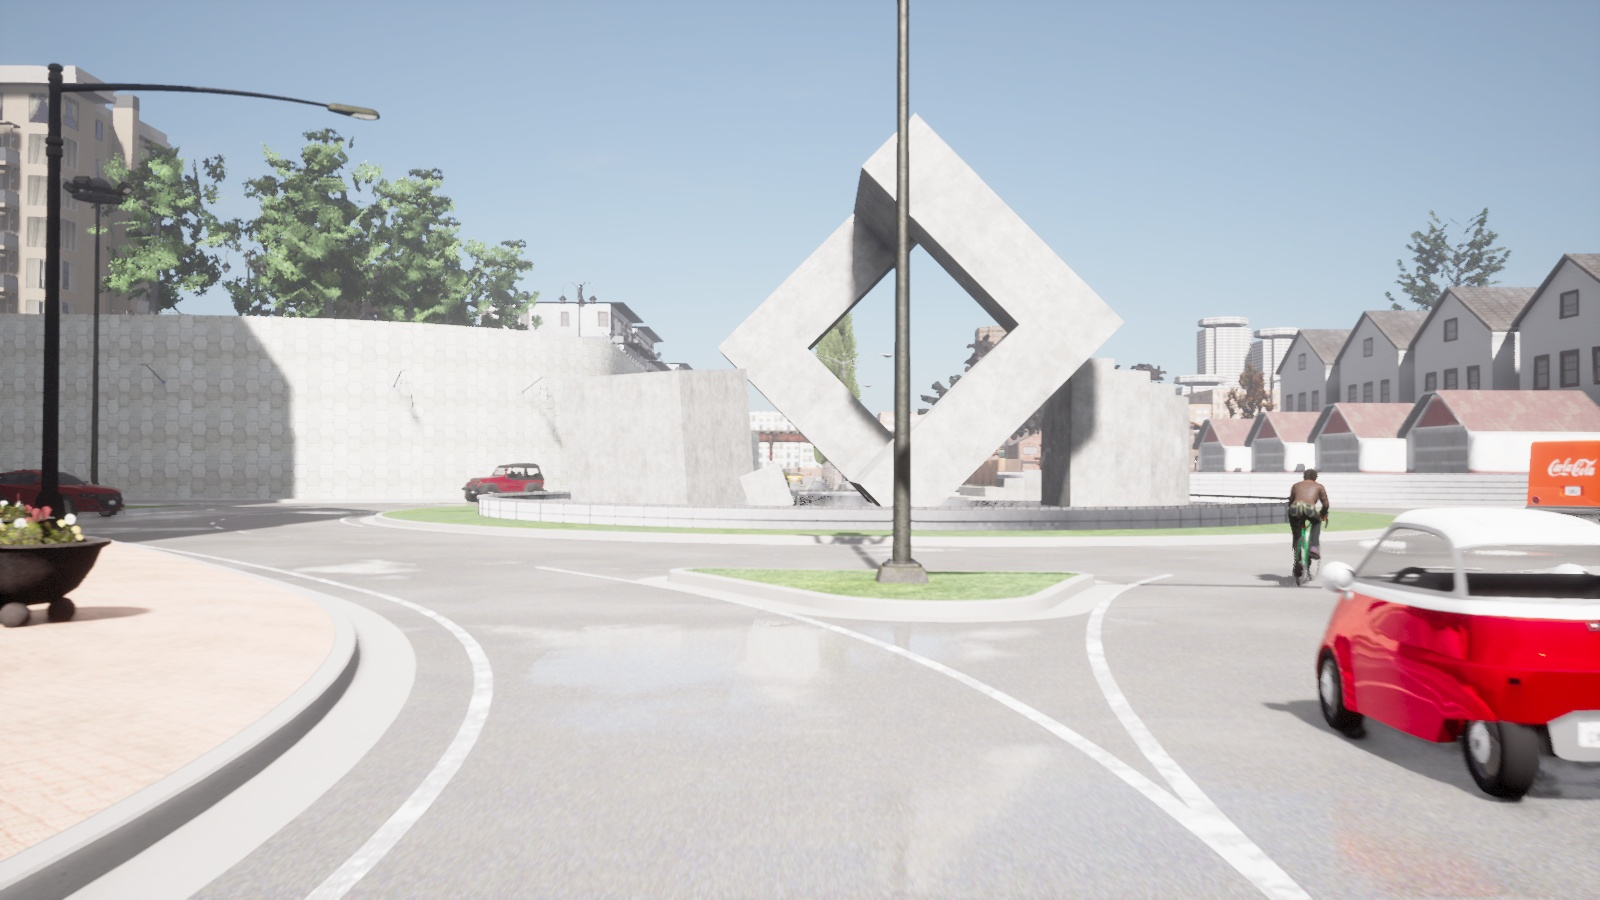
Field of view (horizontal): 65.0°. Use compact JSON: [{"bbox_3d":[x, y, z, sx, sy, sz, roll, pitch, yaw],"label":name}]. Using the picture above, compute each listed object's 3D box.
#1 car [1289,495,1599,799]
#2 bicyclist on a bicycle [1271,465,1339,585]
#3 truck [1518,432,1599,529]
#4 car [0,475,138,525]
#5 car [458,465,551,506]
[{"bbox_3d":[3.836,0.972,7.034,1.481,1.376,2.207,0,-1,5],"label":"car"},{"bbox_3d":[7.198,1.037,17.859,0.582,1.620,1.656,0,-1,33],"label":"bicyclist on a bicycle"},{"bbox_3d":[22.129,0.805,33.845,5.204,2.467,2.627,0,-1,-32],"label":"truck"},{"bbox_3d":[-23.807,1.555,39.808,5.008,1.535,1.882,0,-1,13],"label":"car"},{"bbox_3d":[-14.059,1.670,59.882,3.866,1.878,1.905,1,-1,-41],"label":"car"}]
